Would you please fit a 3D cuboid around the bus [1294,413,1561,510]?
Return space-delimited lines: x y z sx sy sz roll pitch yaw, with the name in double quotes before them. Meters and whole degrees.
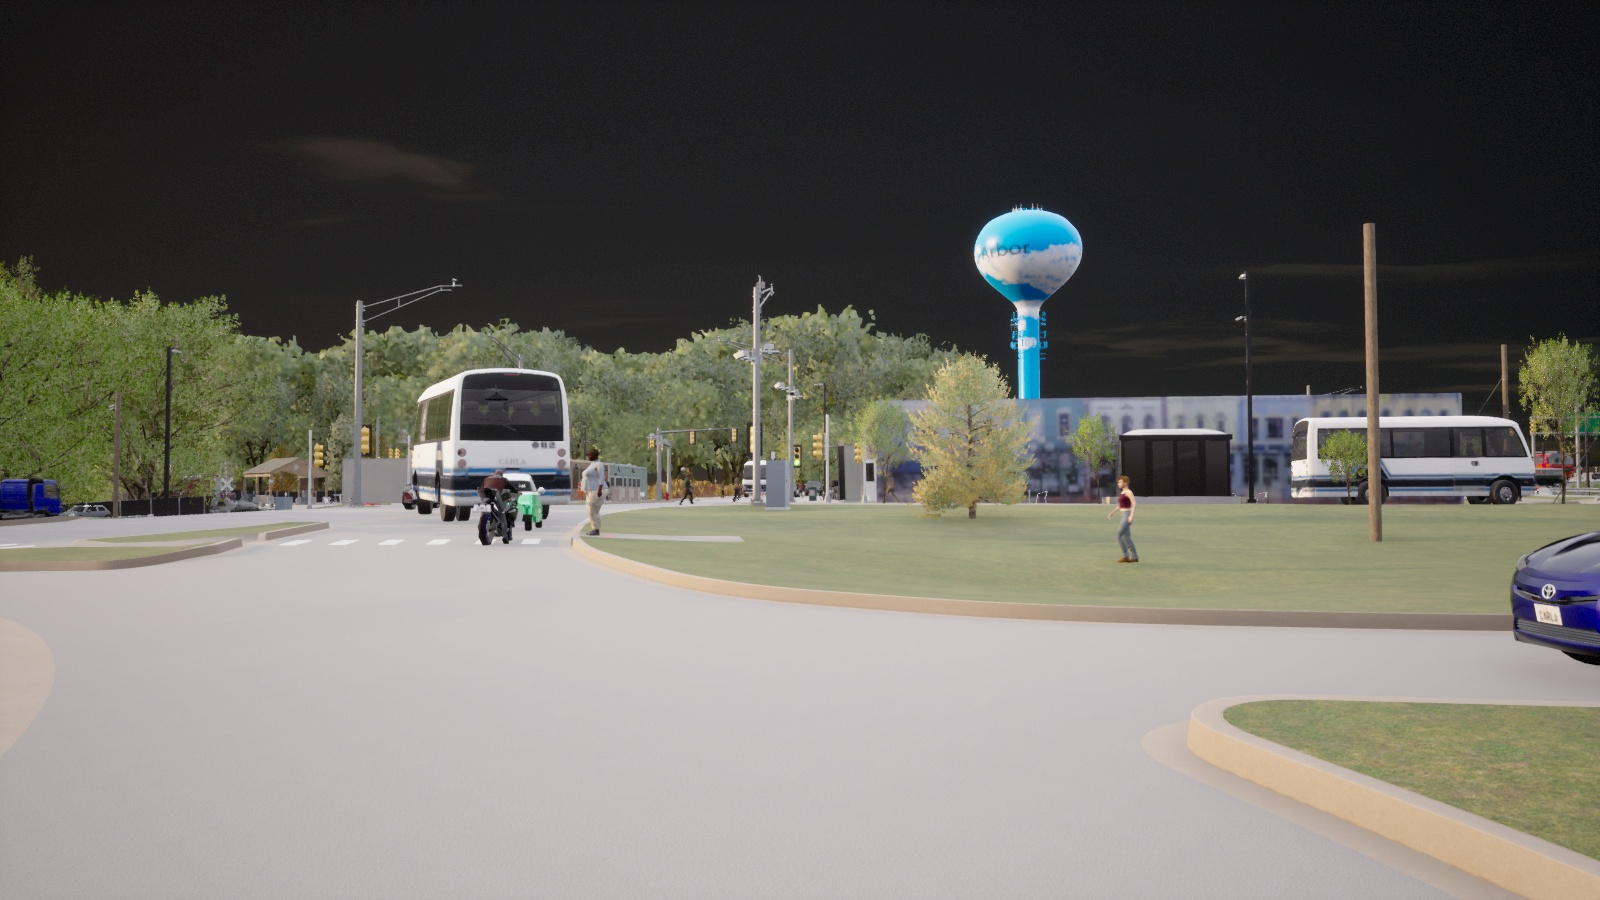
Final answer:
"bus" 28.860 0.626 58.313 10.273 4.253 3.944 0 -3 8

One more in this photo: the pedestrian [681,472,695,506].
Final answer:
"pedestrian" -6.390 2.218 71.737 0.788 1.949 0.423 0 -3 -1

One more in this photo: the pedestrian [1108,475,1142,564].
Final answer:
"pedestrian" 6.776 1.445 26.182 0.594 1.836 0.345 0 -3 1

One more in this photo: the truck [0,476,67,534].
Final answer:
"truck" -49.487 3.381 77.132 2.891 3.462 7.936 0 -1 15

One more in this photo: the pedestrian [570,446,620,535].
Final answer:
"pedestrian" -4.341 0.867 26.588 0.900 1.855 0.874 1 -3 -19

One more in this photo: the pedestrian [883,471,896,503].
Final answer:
"pedestrian" 5.045 2.094 71.041 0.694 1.848 0.540 0 -3 9

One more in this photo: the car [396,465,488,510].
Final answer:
"car" -13.713 1.435 48.390 2.033 1.649 4.856 0 -2 2

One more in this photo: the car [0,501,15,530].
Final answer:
"car" -52.350 4.214 79.882 1.905 1.878 3.866 -1 -1 14

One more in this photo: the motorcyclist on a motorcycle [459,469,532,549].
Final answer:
"motorcyclist on a motorcycle" -6.117 1.153 25.370 0.866 1.530 2.191 0 -1 2

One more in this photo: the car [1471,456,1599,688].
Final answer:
"car" 7.530 0.823 8.827 4.514 1.525 2.007 0 -2 2

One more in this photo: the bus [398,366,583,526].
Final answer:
"bus" -9.873 -0.054 38.897 3.944 4.253 10.273 0 -1 -23

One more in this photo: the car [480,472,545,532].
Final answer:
"car" -7.040 1.252 30.900 1.481 1.376 2.207 0 -1 -11
